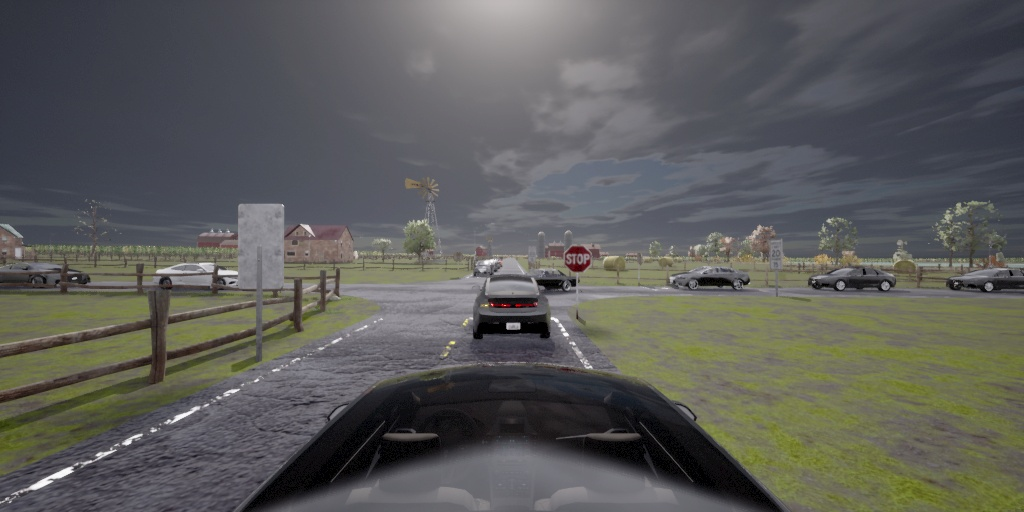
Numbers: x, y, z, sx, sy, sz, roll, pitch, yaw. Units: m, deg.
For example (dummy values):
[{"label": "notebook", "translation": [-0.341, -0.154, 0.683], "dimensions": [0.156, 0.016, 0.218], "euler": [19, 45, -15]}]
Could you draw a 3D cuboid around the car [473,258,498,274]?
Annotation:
[{"label": "car", "translation": [-2.854, 1.243, 36.785], "dimensions": [2.128, 1.511, 4.902], "euler": [0, 0, 0]}]

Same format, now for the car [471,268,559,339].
[{"label": "car", "translation": [-0.072, 1.256, 10.098], "dimensions": [1.837, 1.490, 4.892], "euler": [0, 0, -2]}]

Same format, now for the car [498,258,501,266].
[{"label": "car", "translation": [-2.845, 1.241, 46.231], "dimensions": [2.128, 1.511, 4.902], "euler": [0, 0, 0]}]

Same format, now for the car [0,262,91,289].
[{"label": "car", "translation": [-26.361, 1.048, 19.936], "dimensions": [4.181, 1.385, 1.994], "euler": [1, -1, -1]}]

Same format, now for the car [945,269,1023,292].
[{"label": "car", "translation": [31.706, 1.587, 23.660], "dimensions": [4.892, 1.490, 1.837], "euler": [1, -1, -1]}]

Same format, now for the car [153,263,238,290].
[{"label": "car", "translation": [-17.241, 1.103, 20.057], "dimensions": [4.674, 1.442, 1.812], "euler": [1, -1, -1]}]

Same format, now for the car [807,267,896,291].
[{"label": "car", "translation": [22.203, 1.499, 23.540], "dimensions": [4.892, 1.490, 1.837], "euler": [1, -1, -1]}]

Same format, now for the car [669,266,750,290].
[{"label": "car", "translation": [12.801, 1.397, 23.370], "dimensions": [4.902, 1.511, 2.128], "euler": [1, -1, -2]}]

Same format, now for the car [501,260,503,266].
[{"label": "car", "translation": [-2.813, 1.240, 55.773], "dimensions": [2.128, 1.511, 4.902], "euler": [0, 0, 0]}]

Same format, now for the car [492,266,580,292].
[{"label": "car", "translation": [1.502, 1.369, 20.144], "dimensions": [4.718, 1.301, 1.895], "euler": [1, 0, -35]}]
